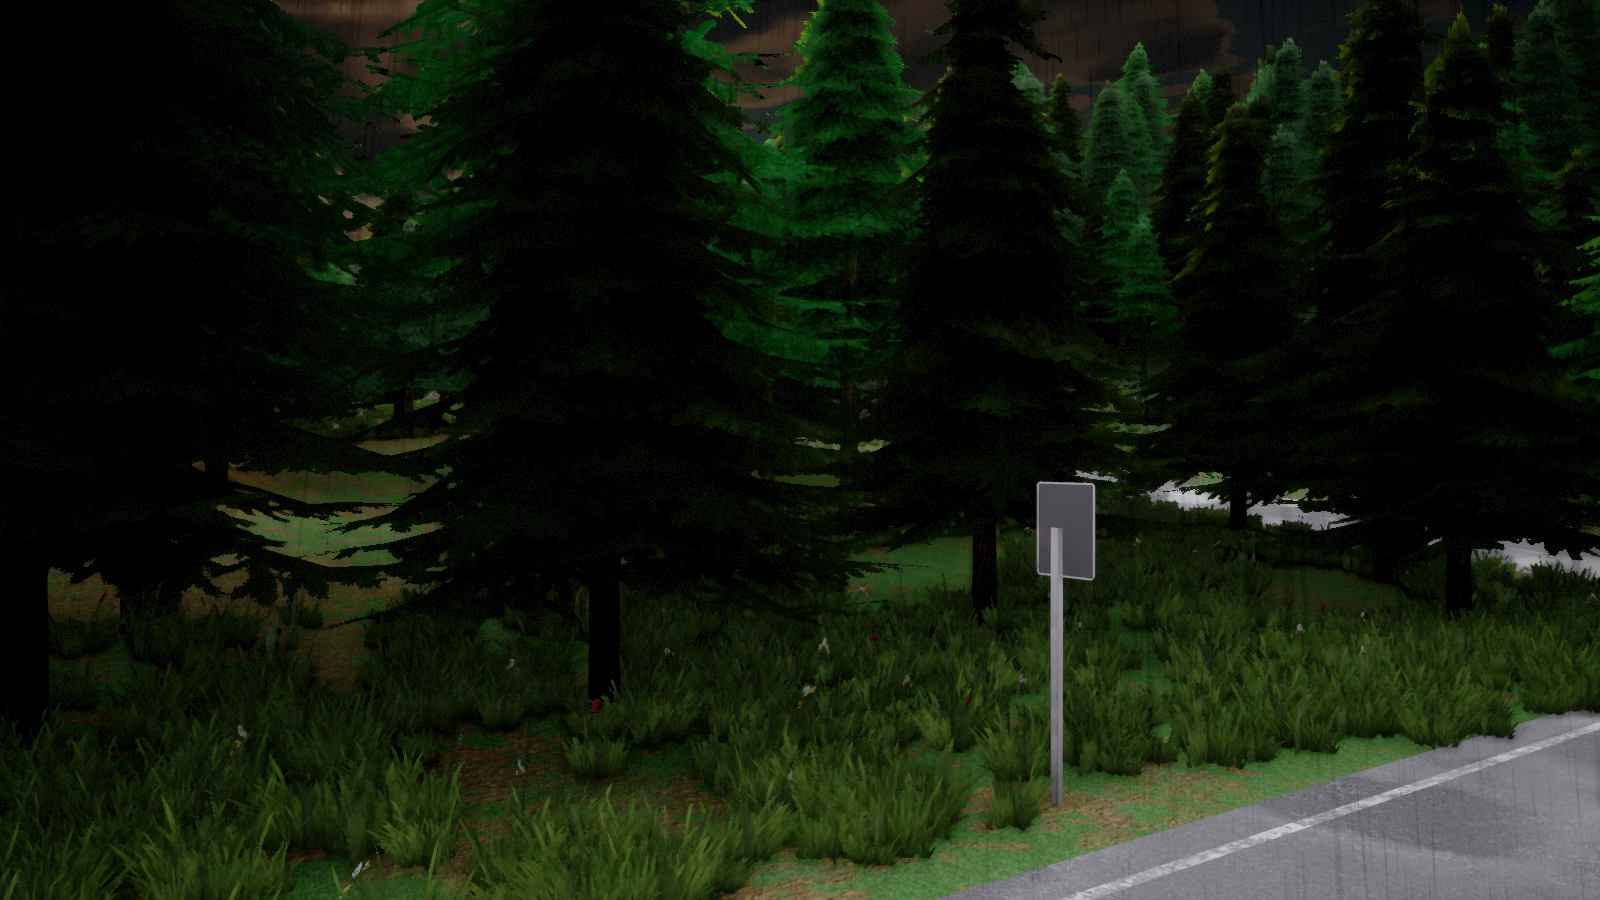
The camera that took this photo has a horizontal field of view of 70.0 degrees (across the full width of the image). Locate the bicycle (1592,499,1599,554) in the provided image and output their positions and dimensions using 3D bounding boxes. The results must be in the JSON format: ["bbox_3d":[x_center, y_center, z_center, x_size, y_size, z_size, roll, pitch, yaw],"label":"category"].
[{"bbox_3d":[22.313,2.151,30.551,0.329,1.471,1.835,0,5,-27],"label":"bicycle"}]
